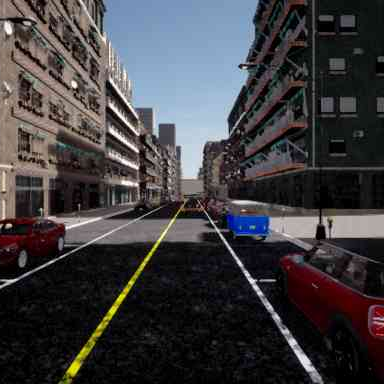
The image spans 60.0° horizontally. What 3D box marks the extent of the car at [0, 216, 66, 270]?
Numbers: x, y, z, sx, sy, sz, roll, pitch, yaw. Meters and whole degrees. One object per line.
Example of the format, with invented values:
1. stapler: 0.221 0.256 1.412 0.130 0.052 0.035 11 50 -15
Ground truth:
1. car: -5.689 1.542 11.010 1.887 1.381 4.507 0 0 0

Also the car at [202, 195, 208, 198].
1. car: 2.693 1.295 50.461 2.192 1.841 5.009 0 0 0

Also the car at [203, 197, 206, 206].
1. car: 2.692 1.537 39.188 2.008 1.369 4.403 0 0 0

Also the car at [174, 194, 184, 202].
1. car: -3.001 1.275 75.989 2.097 1.767 4.553 0 0 0

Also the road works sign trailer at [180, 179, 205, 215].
1. road works sign trailer: 0.000 0.454 33.684 2.380 3.560 2.880 0 0 0

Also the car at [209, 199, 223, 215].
1. car: 2.692 1.537 27.916 1.887 1.381 4.507 0 0 0

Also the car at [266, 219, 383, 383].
1. car: 2.692 1.439 5.370 1.967 1.590 4.097 0 0 0

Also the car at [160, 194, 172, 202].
1. car: -5.688 1.279 73.011 2.192 1.841 5.009 0 0 0

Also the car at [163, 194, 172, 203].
1. car: -5.689 1.408 67.375 1.967 1.590 4.097 0 0 0

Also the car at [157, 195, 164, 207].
1. car: -5.689 1.505 50.295 1.752 1.417 4.829 0 0 0

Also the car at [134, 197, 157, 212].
1. car: -5.689 1.553 39.191 1.947 1.339 4.313 0 0 0

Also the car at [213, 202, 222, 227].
1. car: 2.691 1.560 22.280 1.947 1.339 4.313 0 0 0

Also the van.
1. van: 2.692 1.337 16.643 1.690 1.788 3.998 0 0 0

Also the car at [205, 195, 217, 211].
1. car: 2.692 1.430 33.553 1.967 1.590 4.097 0 0 0

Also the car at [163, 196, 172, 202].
1. car: -5.690 1.541 78.648 1.802 1.307 4.206 0 0 0
